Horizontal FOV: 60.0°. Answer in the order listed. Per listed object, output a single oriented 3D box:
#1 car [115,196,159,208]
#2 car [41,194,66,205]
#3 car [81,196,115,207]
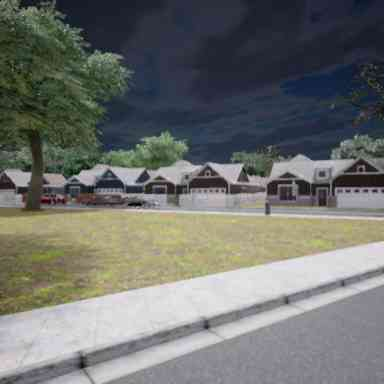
[{"bbox_3d":[-6.157,1.188,39.008,4.902,1.511,2.128,0,0,28],"label":"car"},{"bbox_3d":[-21.192,1.038,50.004,4.553,1.767,2.097,0,0,27],"label":"car"},{"bbox_3d":[-12.665,1.233,45.640,5.357,1.411,2.033,0,0,28],"label":"car"}]
